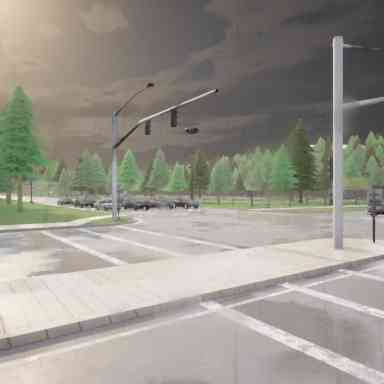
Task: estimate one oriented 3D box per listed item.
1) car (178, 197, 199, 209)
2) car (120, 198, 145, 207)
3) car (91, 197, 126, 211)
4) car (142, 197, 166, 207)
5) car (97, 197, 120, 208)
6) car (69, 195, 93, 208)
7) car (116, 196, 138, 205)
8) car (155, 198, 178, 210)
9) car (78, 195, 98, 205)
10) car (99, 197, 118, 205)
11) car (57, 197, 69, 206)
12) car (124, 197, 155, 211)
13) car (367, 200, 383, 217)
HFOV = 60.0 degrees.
[{"bbox_3d":[-0.958,1.505,45.402,1.837,1.490,4.892,0,0,-35],"label":"car"},{"bbox_3d":[-9.193,1.601,51.051,1.895,1.301,4.718,0,0,-35],"label":"car"},{"bbox_3d":[-10.203,1.601,40.296,1.895,1.301,4.718,0,0,-35],"label":"car"},{"bbox_3d":[-6.048,1.564,52.676,1.994,1.385,4.181,0,0,-35],"label":"car"},{"bbox_3d":[-12.520,1.526,49.702,1.812,1.442,4.674,0,0,-35],"label":"car"},{"bbox_3d":[-15.744,1.547,48.199,2.033,1.411,5.357,0,0,-35],"label":"car"},{"bbox_3d":[-12.047,1.547,61.274,2.033,1.411,5.357,0,0,-34],"label":"car"},{"bbox_3d":[-4.171,1.564,43.887,1.994,1.385,4.181,0,0,-35],"label":"car"},{"bbox_3d":[-18.084,1.352,57.671,2.097,1.767,4.553,0,0,-35],"label":"car"},{"bbox_3d":[-14.902,1.564,59.237,1.994,1.385,4.181,0,0,-35],"label":"car"},{"bbox_3d":[-21.447,1.564,56.376,1.994,1.385,4.181,0,0,-35],"label":"car"},{"bbox_3d":[-7.159,1.547,42.050,2.033,1.411,5.357,0,0,-35],"label":"car"},{"bbox_3d":[18.001,1.505,30.478,4.892,1.490,1.837,0,0,-35],"label":"car"}]
